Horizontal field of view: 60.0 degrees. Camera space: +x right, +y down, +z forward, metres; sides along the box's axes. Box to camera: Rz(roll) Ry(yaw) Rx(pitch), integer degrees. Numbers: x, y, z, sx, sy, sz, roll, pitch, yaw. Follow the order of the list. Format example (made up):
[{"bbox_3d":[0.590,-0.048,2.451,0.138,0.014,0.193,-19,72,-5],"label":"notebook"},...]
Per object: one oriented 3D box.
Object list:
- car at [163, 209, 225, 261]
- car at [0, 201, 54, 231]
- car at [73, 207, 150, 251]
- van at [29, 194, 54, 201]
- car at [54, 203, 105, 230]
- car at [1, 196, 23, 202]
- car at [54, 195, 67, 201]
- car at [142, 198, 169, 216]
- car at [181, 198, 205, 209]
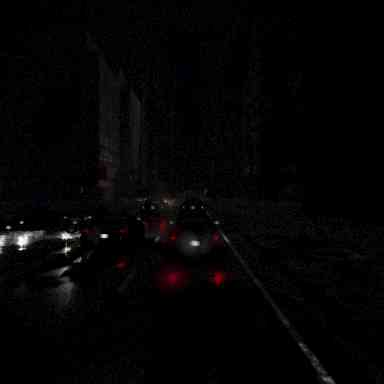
[{"bbox_3d":[0.086,1.555,12.238,1.994,1.385,4.181,0,0,0],"label":"car"},{"bbox_3d":[-9.855,1.529,20.520,2.033,1.411,5.357,0,0,0],"label":"car"},{"bbox_3d":[-3.161,1.553,13.997,1.994,1.385,4.181,0,0,0],"label":"car"},{"bbox_3d":[-30.565,1.212,66.958,3.998,1.788,1.690,0,0,0],"label":"van"},{"bbox_3d":[-6.606,1.472,21.237,2.128,1.511,4.902,0,0,0],"label":"car"},{"bbox_3d":[-36.215,1.423,66.963,4.206,1.307,1.802,0,0,0],"label":"car"},{"bbox_3d":[-30.562,1.320,75.484,4.313,1.339,1.947,0,0,0],"label":"car"},{"bbox_3d":[-3.166,1.324,29.143,2.097,1.767,4.553,0,0,0],"label":"car"},{"bbox_3d":[0.084,1.325,29.161,2.097,1.767,4.553,0,0,0],"label":"car"}]
